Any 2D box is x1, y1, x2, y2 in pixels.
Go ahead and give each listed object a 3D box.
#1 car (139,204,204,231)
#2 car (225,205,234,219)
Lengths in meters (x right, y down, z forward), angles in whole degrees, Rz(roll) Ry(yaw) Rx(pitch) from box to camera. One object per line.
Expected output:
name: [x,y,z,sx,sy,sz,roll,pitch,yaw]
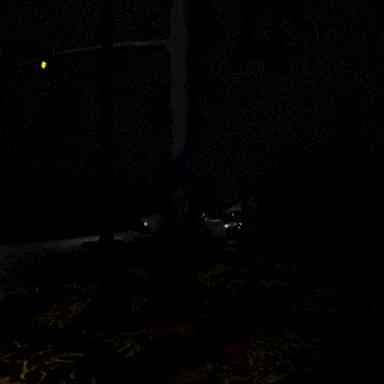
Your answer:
car: [-1.123,1.491,20.275,2.128,1.511,4.902,0,0,35]
car: [4.570,1.525,28.332,1.812,1.442,4.674,0,0,35]
